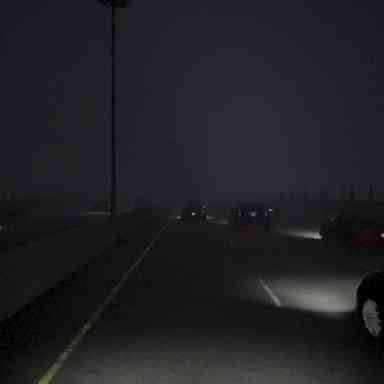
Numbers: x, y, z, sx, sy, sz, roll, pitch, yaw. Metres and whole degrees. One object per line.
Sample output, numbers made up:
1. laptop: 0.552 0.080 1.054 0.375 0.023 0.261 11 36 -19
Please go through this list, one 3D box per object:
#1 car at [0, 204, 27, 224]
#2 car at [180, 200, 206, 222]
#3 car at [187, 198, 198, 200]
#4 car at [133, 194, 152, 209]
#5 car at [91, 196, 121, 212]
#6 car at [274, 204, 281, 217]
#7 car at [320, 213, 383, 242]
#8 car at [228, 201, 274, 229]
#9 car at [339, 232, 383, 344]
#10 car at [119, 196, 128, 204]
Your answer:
1. car: -14.098 1.587 24.756 1.994 1.385 4.181 0 0 0
2. car: 0.100 1.591 26.663 1.994 1.385 4.181 0 0 0
3. car: 0.101 1.565 43.053 2.163 1.488 4.792 0 0 0
4. car: -7.075 1.297 48.283 2.150 2.045 5.566 0 -1 0
5. car: -10.586 1.603 40.498 2.033 1.411 5.357 0 0 0
6. car: 7.100 1.602 31.942 1.994 1.385 4.181 0 0 0
7. car: 7.100 1.572 14.226 1.994 1.385 4.181 0 0 0
8. car: 3.601 1.371 21.654 2.097 1.767 4.553 0 0 0
9. car: 3.600 1.505 3.509 1.837 1.490 4.892 0 0 0
10. car: -14.001 1.560 66.211 1.837 1.490 4.892 0 0 0
